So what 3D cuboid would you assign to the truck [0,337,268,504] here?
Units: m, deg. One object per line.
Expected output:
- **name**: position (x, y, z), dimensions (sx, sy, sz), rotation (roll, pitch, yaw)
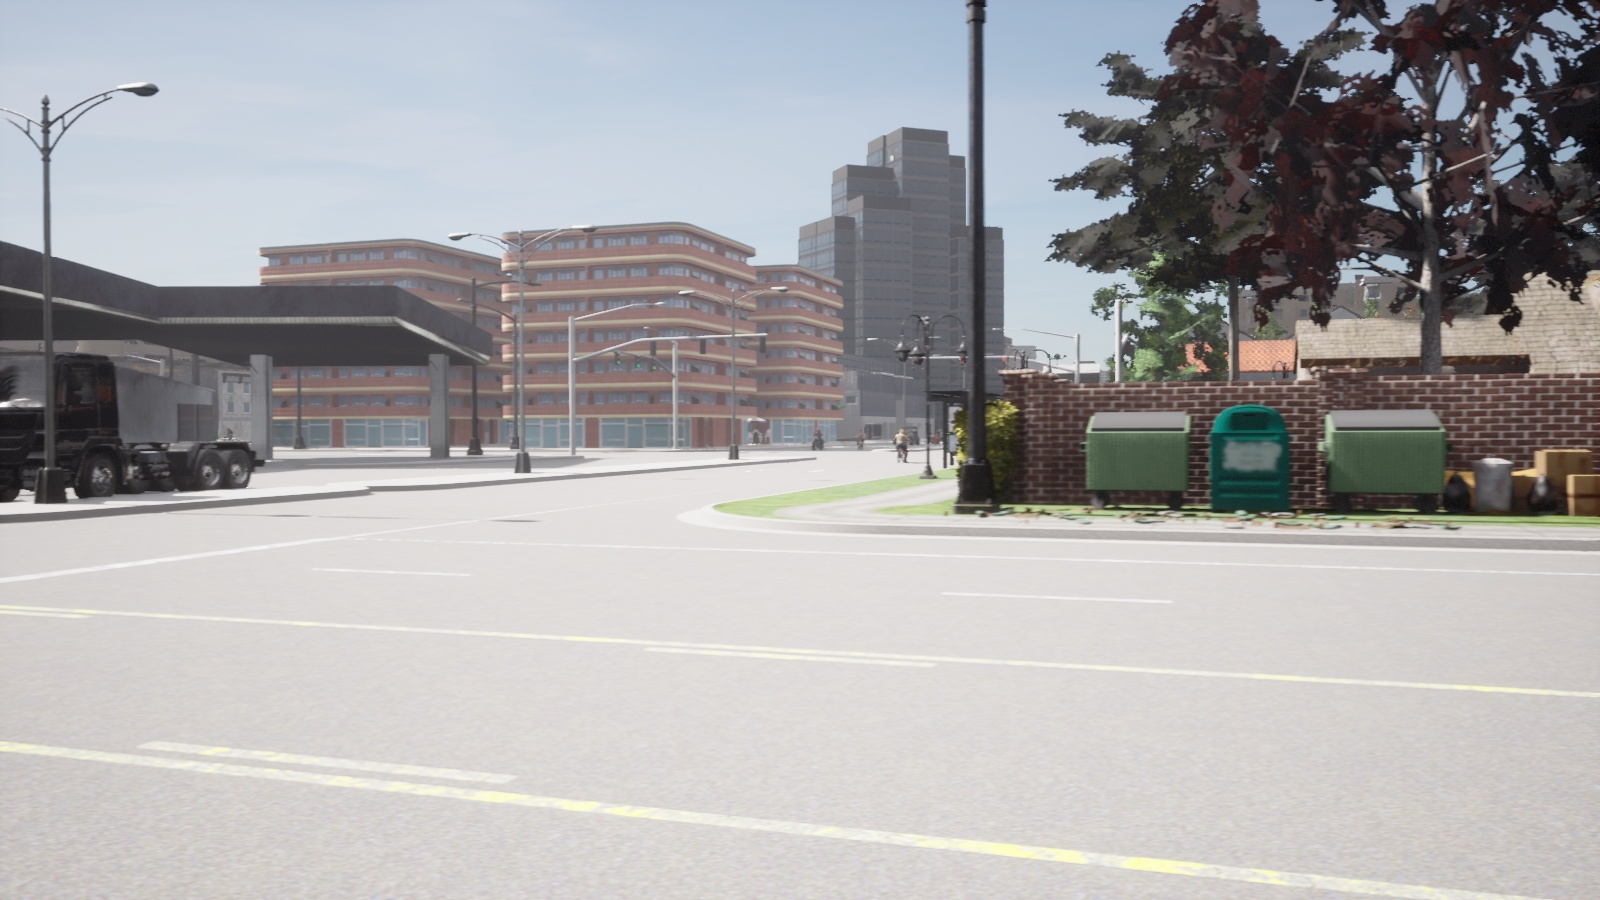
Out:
- **truck**: position (-16.435, -0.702, 30.195), dimensions (2.891, 3.462, 7.936), rotation (1, 1, 10)
